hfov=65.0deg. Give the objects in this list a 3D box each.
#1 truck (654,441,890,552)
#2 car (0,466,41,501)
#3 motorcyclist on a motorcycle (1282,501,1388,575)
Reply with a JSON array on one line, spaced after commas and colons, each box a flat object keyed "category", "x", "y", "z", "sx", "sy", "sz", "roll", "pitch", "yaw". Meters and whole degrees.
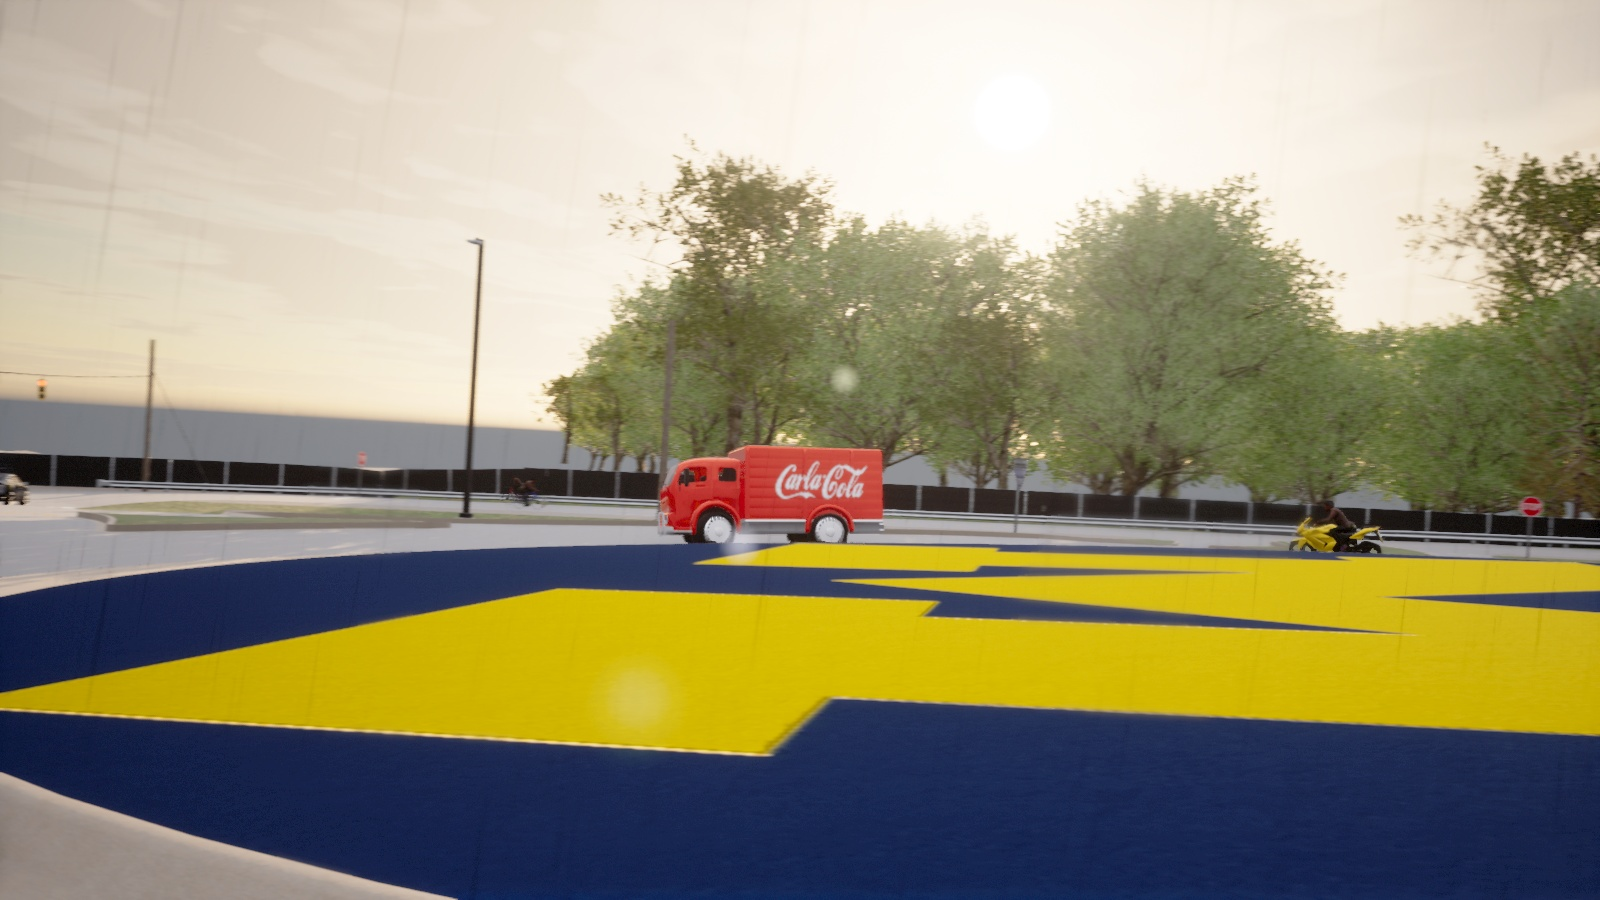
[{"category": "truck", "x": -0.722, "y": 1.184, "z": 30.253, "sx": 5.204, "sy": 2.467, "sz": 2.627, "roll": 2, "pitch": -4, "yaw": -15}, {"category": "car", "x": -35.780, "y": 1.461, "z": 56.190, "sx": 2.128, "sy": 1.511, "sz": 4.902, "roll": 3, "pitch": -3, "yaw": -20}, {"category": "motorcyclist on a motorcycle", "x": 12.060, "y": 1.983, "z": 28.312, "sx": 2.044, "sy": 1.523, "sz": 0.797, "roll": 1, "pitch": -6, "yaw": 33}]
